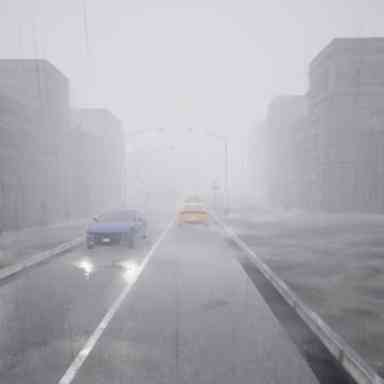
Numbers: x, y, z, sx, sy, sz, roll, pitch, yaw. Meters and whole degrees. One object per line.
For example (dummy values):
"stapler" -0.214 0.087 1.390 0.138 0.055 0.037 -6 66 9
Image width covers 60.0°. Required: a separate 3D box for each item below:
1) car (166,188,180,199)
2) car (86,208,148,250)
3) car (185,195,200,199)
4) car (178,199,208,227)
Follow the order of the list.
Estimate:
"car" -3.076 0.094 55.561 2.097 1.767 4.553 0 4 0
"car" -3.102 1.470 14.547 1.882 1.535 5.008 0 0 0
"car" 0.092 1.103 42.534 1.994 1.385 4.181 0 3 0
"car" 0.096 1.466 22.671 1.882 1.535 5.008 0 0 0
